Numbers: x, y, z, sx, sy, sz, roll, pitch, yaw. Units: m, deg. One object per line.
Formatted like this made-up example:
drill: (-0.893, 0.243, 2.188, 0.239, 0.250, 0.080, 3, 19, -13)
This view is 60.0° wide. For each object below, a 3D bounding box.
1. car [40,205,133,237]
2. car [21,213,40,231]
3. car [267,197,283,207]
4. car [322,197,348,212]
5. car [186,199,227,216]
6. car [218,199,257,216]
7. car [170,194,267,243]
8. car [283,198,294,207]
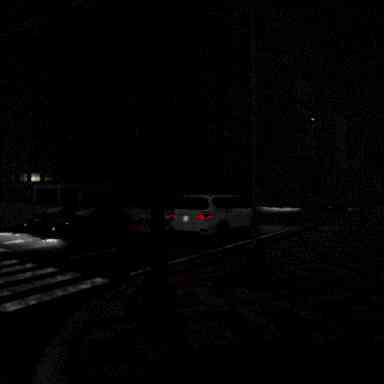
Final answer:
car: (-5.250, 1.477, 17.803, 1.812, 1.442, 4.674, -1, 0, 37)
car: (-7.710, 1.503, 19.973, 1.812, 1.442, 4.674, -1, 0, 36)
car: (12.296, 1.460, 48.076, 2.033, 1.411, 5.357, -1, 0, 35)
car: (15.276, 1.288, 35.403, 2.128, 1.511, 4.902, -1, 0, 35)
car: (1.509, 1.440, 32.990, 1.812, 1.442, 4.674, -1, 0, 35)
car: (4.360, 1.450, 31.389, 1.994, 1.385, 4.181, -1, 0, 35)
car: (1.297, 1.118, 15.640, 2.150, 2.045, 5.566, -1, 0, 35)
car: (14.949, 1.352, 46.200, 2.128, 1.511, 4.902, -1, 0, 35)
